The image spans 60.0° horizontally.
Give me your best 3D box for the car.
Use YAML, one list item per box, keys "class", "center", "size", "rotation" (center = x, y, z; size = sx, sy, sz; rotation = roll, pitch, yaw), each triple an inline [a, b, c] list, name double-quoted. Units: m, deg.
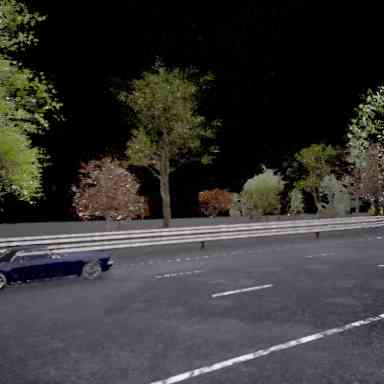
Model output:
- class: "car"
  center: [-5.288, 2.533, 11.702]
  size: [4.718, 1.301, 1.895]
  rotation: [0, -4, -29]
